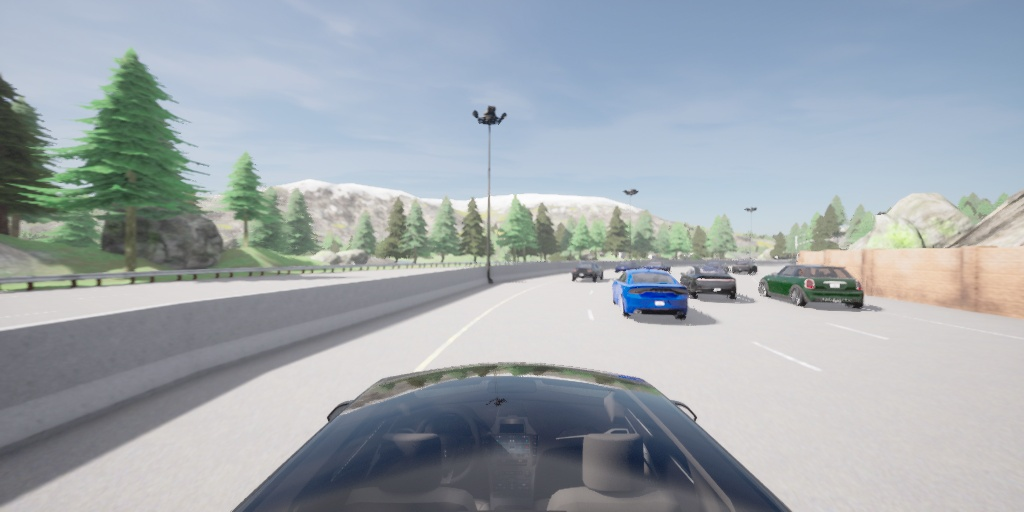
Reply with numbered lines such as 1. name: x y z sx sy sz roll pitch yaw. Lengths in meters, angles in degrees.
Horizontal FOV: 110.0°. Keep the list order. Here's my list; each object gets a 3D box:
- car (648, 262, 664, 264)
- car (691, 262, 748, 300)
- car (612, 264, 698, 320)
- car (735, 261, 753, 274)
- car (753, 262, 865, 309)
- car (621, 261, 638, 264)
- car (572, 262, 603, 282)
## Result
1. car: 15.839 1.311 38.909 1.895 1.301 4.718 1 0 38
2. car: 9.620 1.247 17.804 2.128 1.511 4.902 0 0 18
3. car: 4.732 1.216 12.839 1.882 1.535 5.008 0 0 10
4. car: 26.920 1.280 41.289 2.128 1.511 4.902 0 0 45
5. car: 12.736 1.142 15.603 2.097 1.767 4.553 1 0 14
6. car: 13.426 1.245 41.286 1.994 1.385 4.181 1 0 36
7. car: 6.019 1.205 28.423 1.812 1.442 4.674 1 0 24
